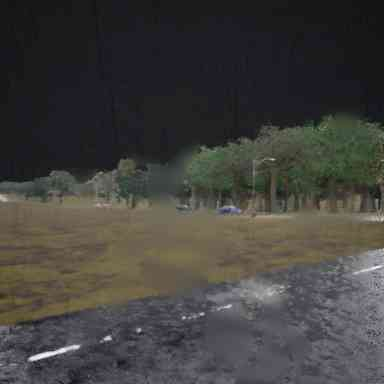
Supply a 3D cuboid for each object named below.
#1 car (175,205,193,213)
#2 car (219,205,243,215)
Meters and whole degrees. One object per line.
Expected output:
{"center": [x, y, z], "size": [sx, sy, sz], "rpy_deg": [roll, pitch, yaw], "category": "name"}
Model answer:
{"center": [-1.637, 3.273, 66.239], "size": [1.882, 1.535, 5.008], "rpy_deg": [1, -2, -33], "category": "car"}
{"center": [6.257, 2.910, 54.081], "size": [1.812, 1.442, 4.674], "rpy_deg": [1, -2, -33], "category": "car"}
